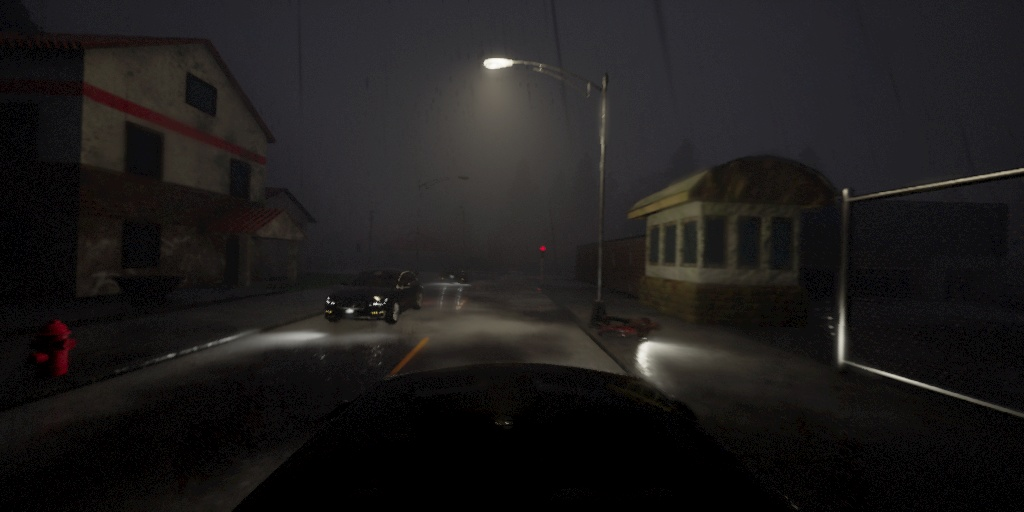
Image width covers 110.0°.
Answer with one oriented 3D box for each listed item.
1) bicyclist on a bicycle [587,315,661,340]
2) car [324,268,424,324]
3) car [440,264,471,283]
[{"bbox_3d":[2.819,1.764,8.824,1.620,0.582,1.656,-3,2,-12],"label":"bicyclist on a bicycle"},{"bbox_3d":[-4.200,1.180,11.703,1.837,1.490,4.892,2,0,0],"label":"car"},{"bbox_3d":[-4.283,1.322,27.757,1.994,1.385,4.181,2,0,0],"label":"car"}]
